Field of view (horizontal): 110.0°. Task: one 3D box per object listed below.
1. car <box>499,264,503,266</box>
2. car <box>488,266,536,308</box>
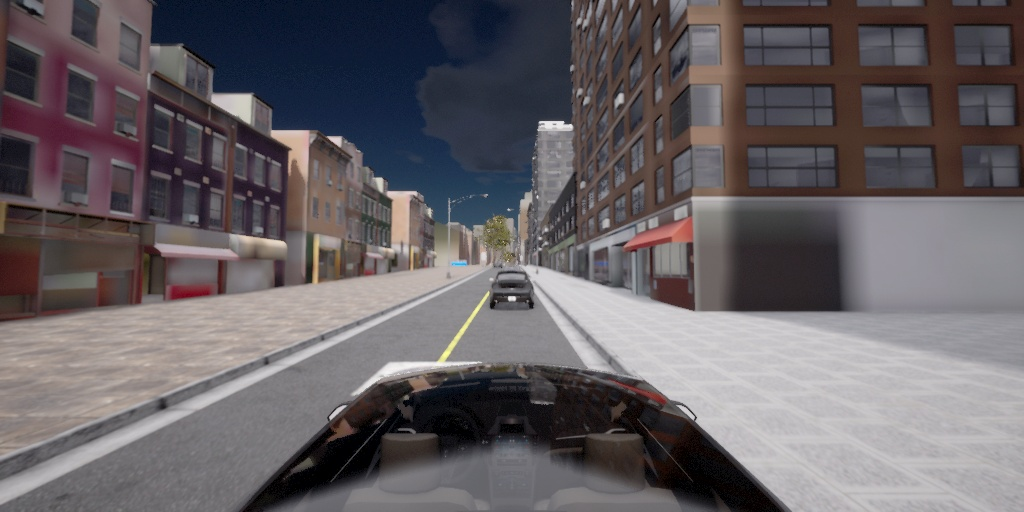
[{"bbox_3d":[-0.008,1.590,31.010,1.895,1.301,4.718,0,0,0],"label":"car"},{"bbox_3d":[-0.001,1.395,16.179,1.837,1.490,4.892,0,0,0],"label":"car"}]
